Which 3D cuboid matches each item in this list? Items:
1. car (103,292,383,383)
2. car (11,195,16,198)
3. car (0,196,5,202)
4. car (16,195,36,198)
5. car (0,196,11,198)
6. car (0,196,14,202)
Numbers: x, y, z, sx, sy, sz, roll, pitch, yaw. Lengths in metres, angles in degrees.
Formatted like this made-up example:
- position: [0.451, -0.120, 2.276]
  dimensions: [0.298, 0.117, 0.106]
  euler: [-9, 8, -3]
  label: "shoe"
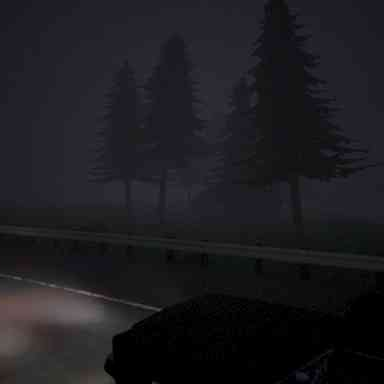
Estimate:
- position: [1.462, 1.601, 2.725]
  dimensions: [4.718, 1.301, 1.895]
  euler: [0, 0, 35]
  label: "car"
- position: [-38.538, 1.503, 72.126]
  dimensions: [2.128, 1.511, 4.902]
  euler: [0, 0, 10]
  label: "car"
- position: [-45.192, 1.528, 76.366]
  dimensions: [1.994, 1.385, 4.181]
  euler: [0, 0, 6]
  label: "car"
- position: [-35.011, 1.519, 72.020]
  dimensions: [2.033, 1.411, 5.357]
  euler: [0, 0, 6]
  label: "car"
- position: [-36.960, 1.506, 61.903]
  dimensions: [2.128, 1.511, 4.902]
  euler: [0, 0, 17]
  label: "car"
- position: [-41.872, 1.572, 73.841]
  dimensions: [1.895, 1.301, 4.718]
  euler: [0, 0, 6]
  label: "car"
